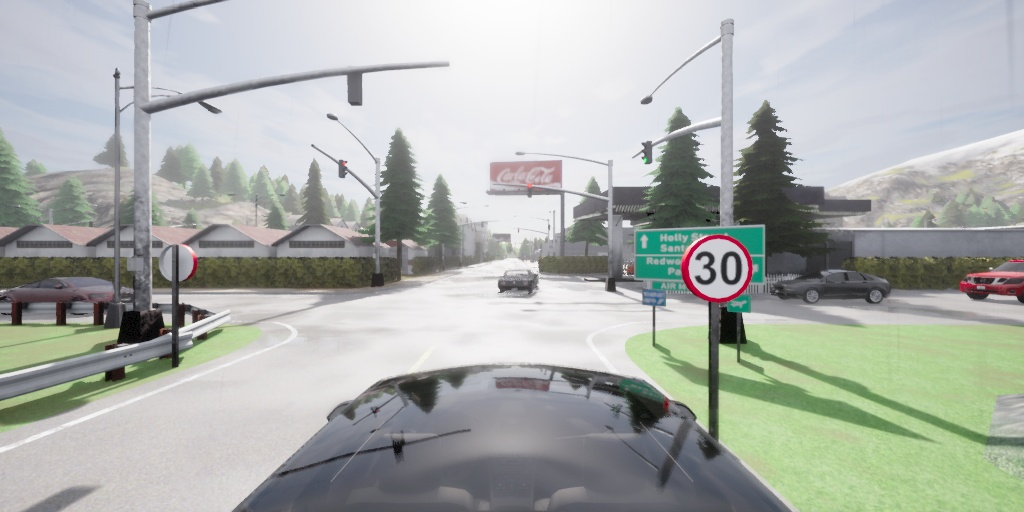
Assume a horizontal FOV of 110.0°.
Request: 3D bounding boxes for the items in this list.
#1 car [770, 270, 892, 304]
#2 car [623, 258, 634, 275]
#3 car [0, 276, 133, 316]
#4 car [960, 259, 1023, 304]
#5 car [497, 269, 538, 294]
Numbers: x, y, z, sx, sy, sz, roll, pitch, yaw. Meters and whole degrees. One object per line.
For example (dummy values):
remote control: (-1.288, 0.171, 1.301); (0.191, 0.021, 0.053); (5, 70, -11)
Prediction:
car: (15.201, 1.446, 17.248); (4.892, 1.490, 1.837); (0, 0, 1)
car: (15.109, 1.293, 39.641); (4.553, 1.767, 2.097); (0, 0, -16)
car: (-16.974, 1.506, 13.973); (4.181, 1.385, 1.994); (0, 0, 1)
car: (25.171, 1.163, 17.117); (5.566, 2.045, 2.150); (0, 0, 0)
car: (0.440, 1.405, 21.164); (1.895, 1.301, 4.718); (0, 2, 8)
